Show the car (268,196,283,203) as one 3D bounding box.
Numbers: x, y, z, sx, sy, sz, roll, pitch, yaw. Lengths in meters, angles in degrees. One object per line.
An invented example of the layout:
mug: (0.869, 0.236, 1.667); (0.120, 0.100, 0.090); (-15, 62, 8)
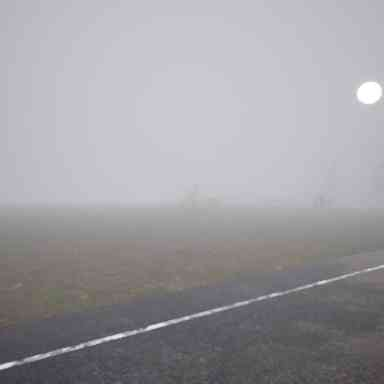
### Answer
car: (16.786, 1.555, 69.019); (1.812, 1.442, 4.674); (0, 0, -34)

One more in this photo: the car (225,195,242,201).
car: (9.852, 1.442, 79.426); (1.812, 1.442, 4.674); (0, 0, -34)
